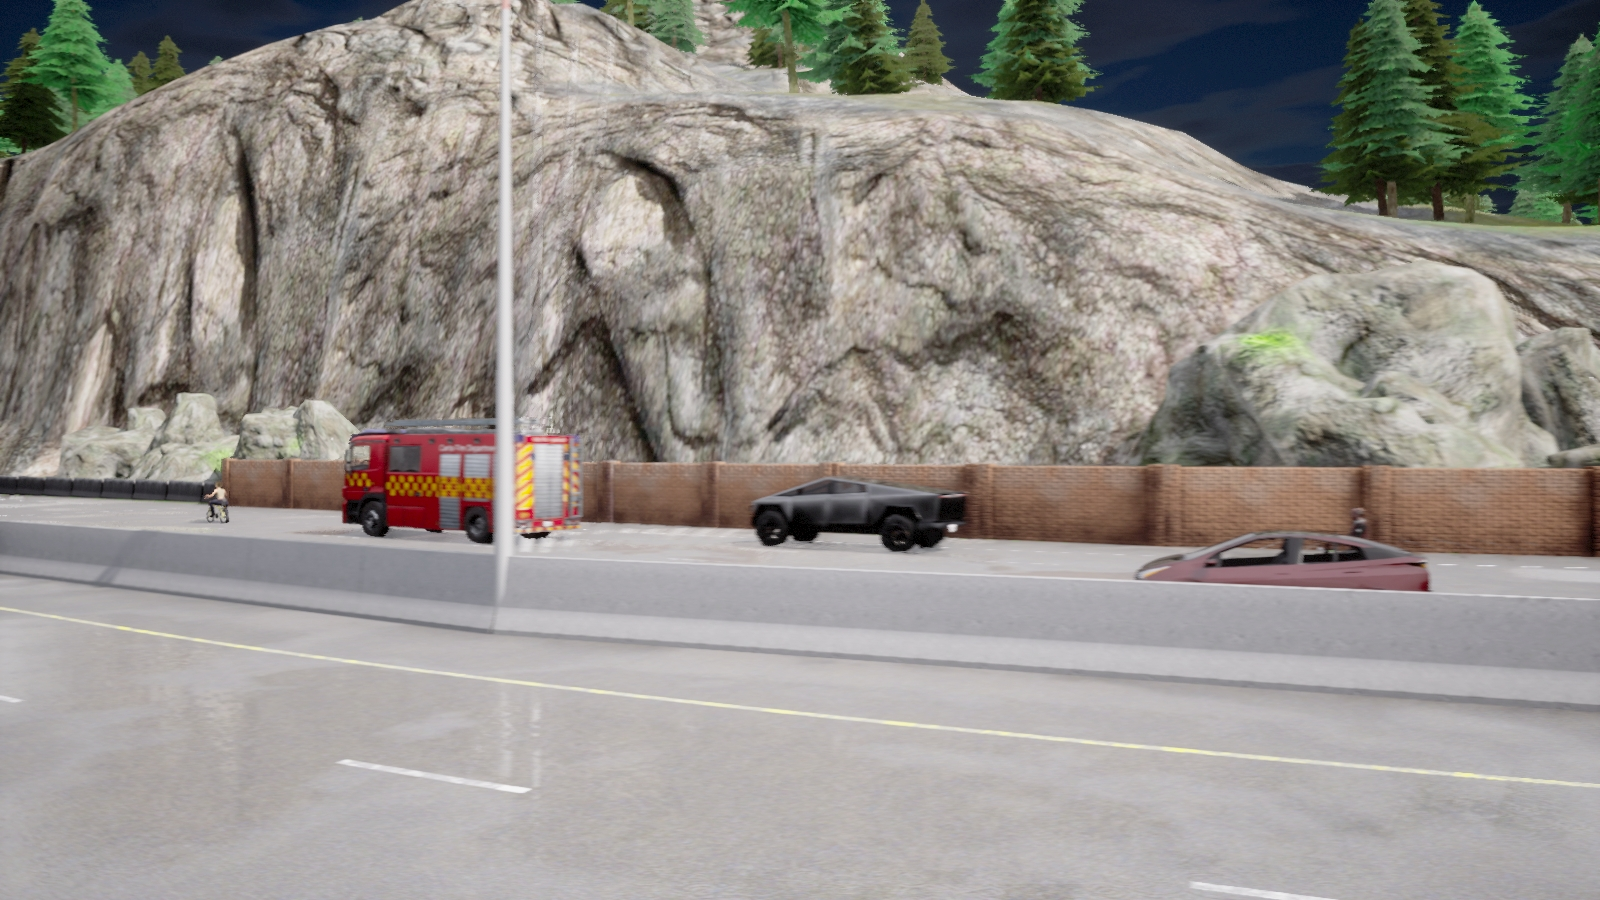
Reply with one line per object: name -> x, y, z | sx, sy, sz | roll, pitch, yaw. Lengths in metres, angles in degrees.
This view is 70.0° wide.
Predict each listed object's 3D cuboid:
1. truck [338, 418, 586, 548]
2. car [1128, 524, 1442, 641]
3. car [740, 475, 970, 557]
truck -> -11.122, 0.955, 37.174 | 8.468, 3.827, 2.891 | 0, 0, 33
car -> 7.794, 2.086, 18.747 | 4.514, 1.525, 2.007 | 0, 0, 20
car -> 1.558, 1.822, 33.314 | 6.274, 2.098, 2.390 | 0, 0, 29
